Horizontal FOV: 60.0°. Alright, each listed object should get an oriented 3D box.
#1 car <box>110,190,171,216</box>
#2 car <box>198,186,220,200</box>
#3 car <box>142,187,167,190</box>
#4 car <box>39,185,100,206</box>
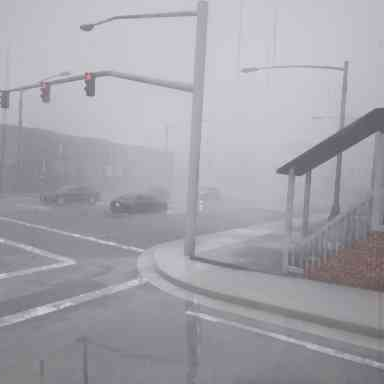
[{"bbox_3d":[-3.512,0.769,22.596,1.994,1.385,4.181,5,3,36],"label":"car"},{"bbox_3d":[1.722,0.077,42.094,2.097,1.767,4.553,5,3,36],"label":"car"},{"bbox_3d":[-4.110,0.227,34.025,1.837,1.490,4.892,5,3,36],"label":"car"},{"bbox_3d":[-9.581,0.224,26.415,1.837,1.490,4.892,5,3,35],"label":"car"}]
